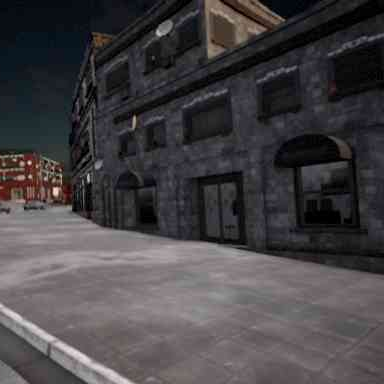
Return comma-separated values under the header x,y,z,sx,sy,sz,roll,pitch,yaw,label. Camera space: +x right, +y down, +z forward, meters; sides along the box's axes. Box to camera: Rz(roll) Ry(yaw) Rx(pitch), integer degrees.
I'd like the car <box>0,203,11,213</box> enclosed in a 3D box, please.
x,y,z,sx,sy,sz,roll,pitch,yaw,label
-23.128,1.948,39.212,1.812,1.442,4.674,-3,0,-5,car

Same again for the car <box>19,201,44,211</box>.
x,y,z,sx,sy,sz,roll,pitch,yaw,label
-28.042,2.459,58.422,2.128,1.511,4.902,-3,-1,-3,car

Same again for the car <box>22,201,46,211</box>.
x,y,z,sx,sy,sz,roll,pitch,yaw,label
-24.094,2.103,51.048,2.128,1.511,4.902,-3,-1,-3,car
